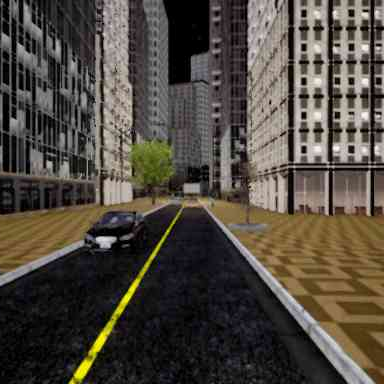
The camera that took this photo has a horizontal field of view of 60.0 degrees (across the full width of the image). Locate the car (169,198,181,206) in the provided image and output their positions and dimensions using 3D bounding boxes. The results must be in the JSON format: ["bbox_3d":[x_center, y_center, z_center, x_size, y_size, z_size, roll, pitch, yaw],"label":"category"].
[{"bbox_3d":[-2.812,1.696,56.210,1.895,1.301,4.718,0,0,1],"label":"car"}]

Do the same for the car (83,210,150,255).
[{"bbox_3d":[-2.854,1.499,13.427,2.128,1.511,4.902,0,0,0],"label":"car"}]

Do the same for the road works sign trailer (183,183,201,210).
[{"bbox_3d":[-0.011,0.533,45.166,2.380,3.560,2.880,0,0,0],"label":"road works sign trailer"}]
